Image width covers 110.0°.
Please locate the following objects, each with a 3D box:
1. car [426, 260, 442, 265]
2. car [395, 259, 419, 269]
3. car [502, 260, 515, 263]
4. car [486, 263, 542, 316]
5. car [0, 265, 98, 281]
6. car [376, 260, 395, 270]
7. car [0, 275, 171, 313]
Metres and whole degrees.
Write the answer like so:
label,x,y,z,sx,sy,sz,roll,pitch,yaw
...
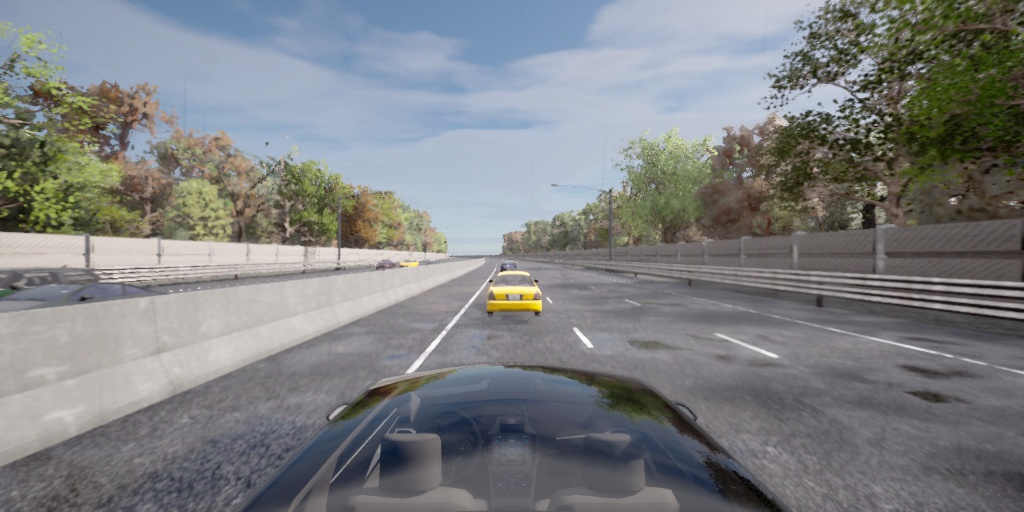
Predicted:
label,x,y,z,sx,sy,sz,roll,pitch,yaw
car,-11.307,1.323,52.341,1.994,1.385,4.181,0,0,-1
car,-14.799,1.236,51.766,1.882,1.535,5.008,0,0,-1
car,-0.448,1.264,45.133,2.163,1.488,4.792,0,0,-1
car,0.053,1.209,13.252,1.801,1.575,5.366,0,0,0
car,-14.129,1.105,9.966,2.097,1.767,4.553,0,0,0
car,-18.302,1.321,52.285,1.994,1.385,4.181,0,0,-1
car,-10.623,1.317,8.632,1.994,1.385,4.181,0,0,0
